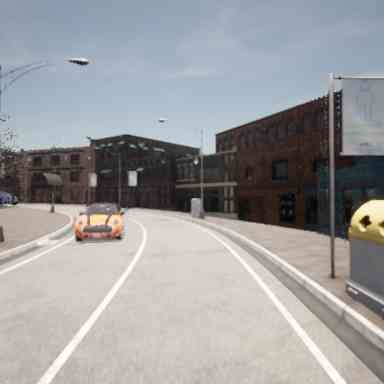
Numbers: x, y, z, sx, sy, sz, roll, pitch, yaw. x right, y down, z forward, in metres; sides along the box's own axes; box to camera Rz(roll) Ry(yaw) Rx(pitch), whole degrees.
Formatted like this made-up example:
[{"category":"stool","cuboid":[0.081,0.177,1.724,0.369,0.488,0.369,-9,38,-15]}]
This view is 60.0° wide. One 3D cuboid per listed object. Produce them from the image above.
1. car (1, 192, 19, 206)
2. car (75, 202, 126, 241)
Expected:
[{"category":"car","cuboid":[-28.241,0.993,49.317,5.566,2.045,2.150,1,-1,25]},{"category":"car","cuboid":[-4.486,1.350,16.804,2.097,1.767,4.553,0,0,-9]}]
